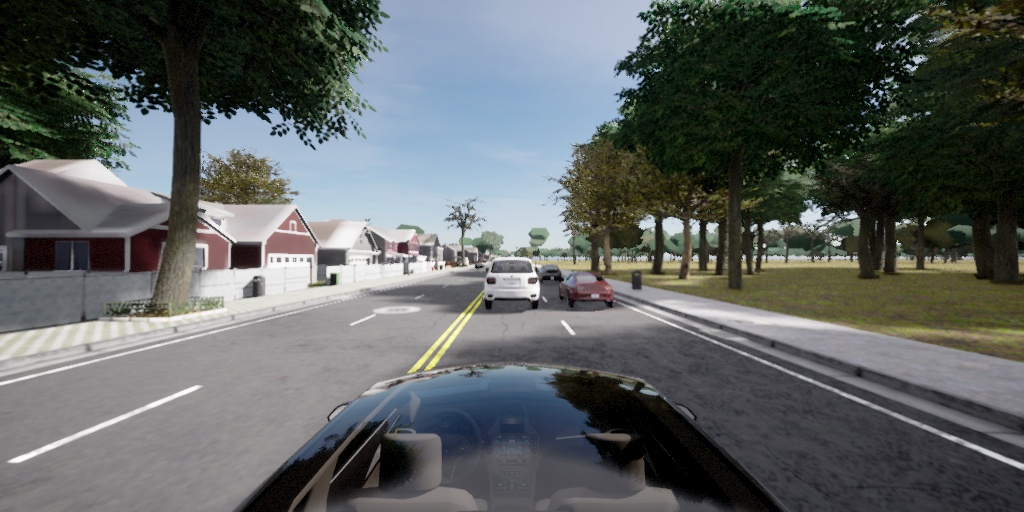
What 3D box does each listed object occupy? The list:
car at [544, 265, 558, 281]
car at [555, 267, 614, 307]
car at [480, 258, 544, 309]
[{"bbox_3d":[3.239,1.536,31.155,1.837,1.490,4.892,0,0,0],"label":"car"},{"bbox_3d":[3.248,1.411,16.233,1.812,1.442,4.674,0,0,0],"label":"car"},{"bbox_3d":[-0.006,1.098,15.877,2.150,2.045,5.566,0,0,0],"label":"car"}]
